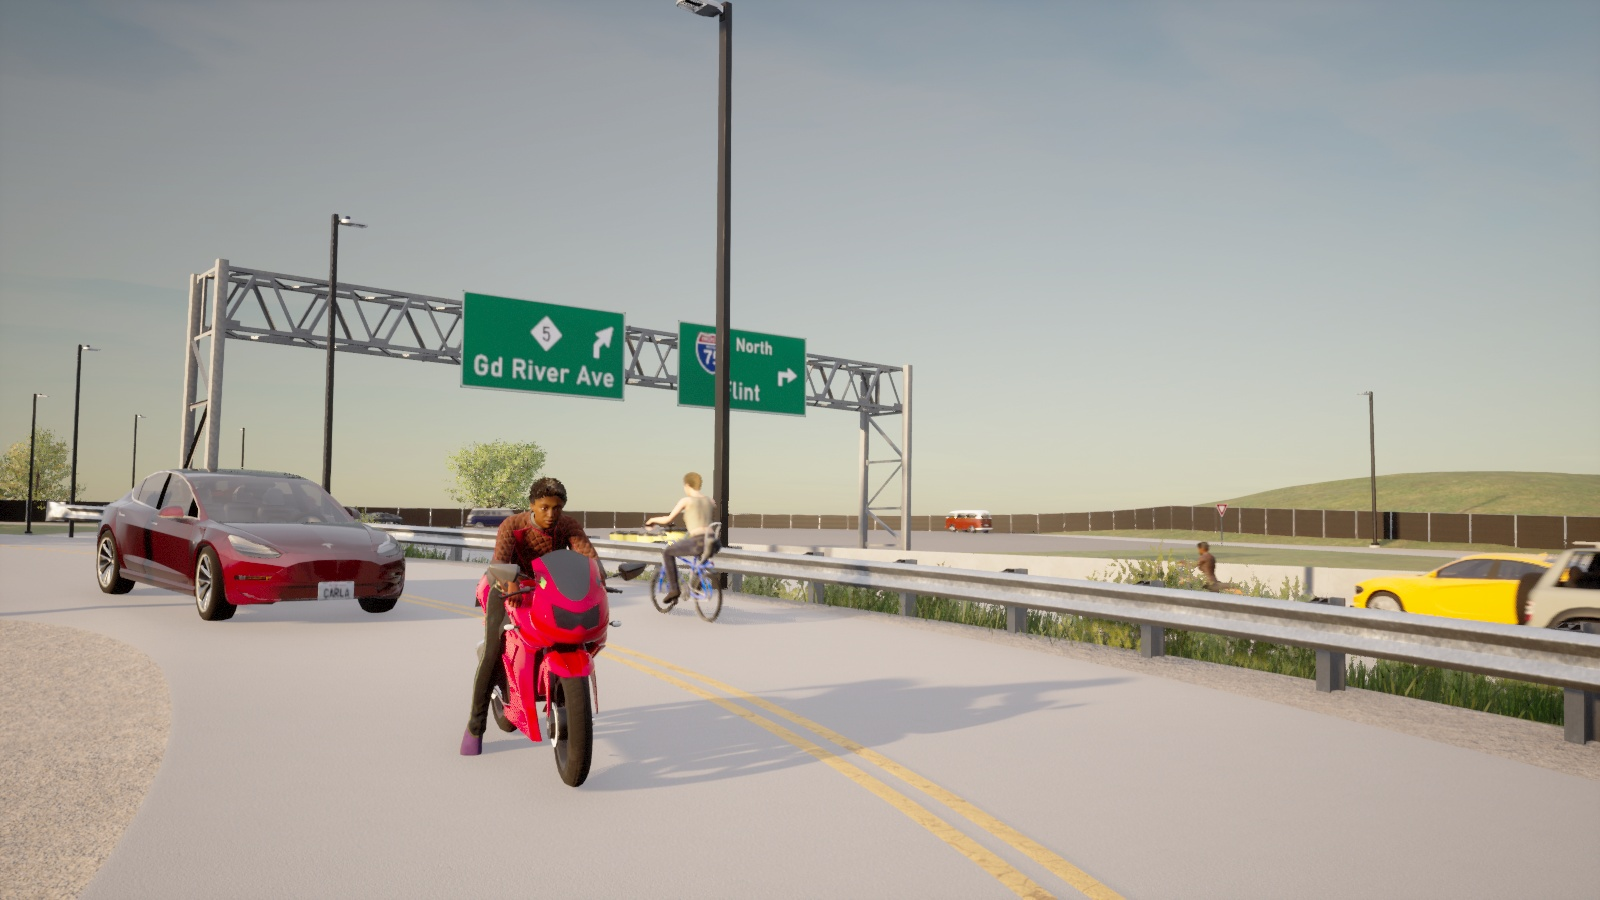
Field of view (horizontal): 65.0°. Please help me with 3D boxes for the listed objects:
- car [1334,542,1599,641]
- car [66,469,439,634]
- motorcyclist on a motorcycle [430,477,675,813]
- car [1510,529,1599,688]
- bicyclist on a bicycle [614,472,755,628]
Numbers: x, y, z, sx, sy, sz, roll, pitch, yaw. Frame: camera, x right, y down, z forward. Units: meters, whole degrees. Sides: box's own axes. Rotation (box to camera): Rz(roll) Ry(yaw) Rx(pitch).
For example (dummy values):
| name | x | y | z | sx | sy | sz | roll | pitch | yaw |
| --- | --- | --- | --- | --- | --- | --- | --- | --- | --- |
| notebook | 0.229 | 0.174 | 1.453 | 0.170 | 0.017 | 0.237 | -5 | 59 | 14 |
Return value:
| name | x | y | z | sx | sy | sz | roll | pitch | yaw |
| --- | --- | --- | --- | --- | --- | --- | --- | --- | --- |
| car | 12.774 | 2.537 | 23.247 | 1.882 | 1.535 | 5.008 | 3 | -4 | -40 |
| car | -6.269 | 1.006 | 14.076 | 4.792 | 1.488 | 2.163 | 0 | -2 | 45 |
| motorcyclist on a motorcycle | -1.418 | 0.918 | 6.837 | 0.797 | 1.523 | 2.044 | 1 | -1 | -26 |
| car | 11.054 | 1.879 | 14.445 | 1.932 | 1.855 | 4.605 | 3 | -4 | -40 |
| bicyclist on a bicycle | -1.298 | 1.060 | 13.919 | 0.866 | 1.612 | 1.509 | 2 | -2 | -36 |
